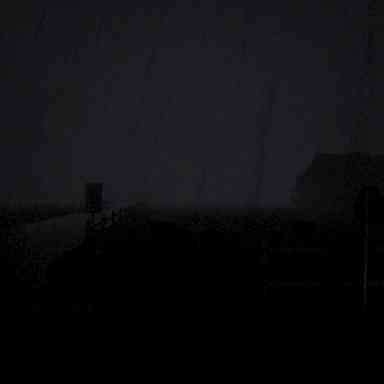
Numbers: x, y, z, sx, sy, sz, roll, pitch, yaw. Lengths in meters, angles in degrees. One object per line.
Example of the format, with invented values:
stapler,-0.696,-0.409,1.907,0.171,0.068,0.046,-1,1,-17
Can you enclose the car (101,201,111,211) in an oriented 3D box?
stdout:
car,-13.690,2.104,51.507,2.033,1.411,5.357,1,-1,-6
